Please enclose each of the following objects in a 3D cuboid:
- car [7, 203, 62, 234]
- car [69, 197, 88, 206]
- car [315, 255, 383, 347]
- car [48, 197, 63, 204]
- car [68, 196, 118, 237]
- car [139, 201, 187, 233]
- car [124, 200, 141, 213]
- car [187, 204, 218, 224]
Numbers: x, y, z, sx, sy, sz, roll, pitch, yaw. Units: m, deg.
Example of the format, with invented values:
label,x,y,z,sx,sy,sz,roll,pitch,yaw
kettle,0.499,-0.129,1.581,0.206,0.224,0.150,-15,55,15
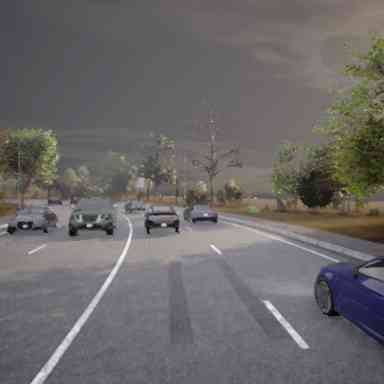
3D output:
label,x,y,z,sx,sy,sz,roll,pitch,yaw
car,-9.108,1.596,19.379,1.994,1.385,4.181,0,0,-11
car,-19.821,1.615,57.950,2.033,1.411,5.357,0,0,-30
car,3.355,1.518,4.538,1.812,1.442,4.674,0,0,-2
car,-23.731,1.614,57.587,2.033,1.411,5.357,0,0,-31
car,-5.388,1.245,18.667,2.150,2.045,5.566,0,0,-10
car,-1.884,1.508,19.798,2.128,1.511,4.902,0,0,-10
car,-6.503,1.585,37.718,2.033,1.411,5.357,0,0,-19
car,0.545,1.579,25.386,1.994,1.385,4.181,0,0,-12
